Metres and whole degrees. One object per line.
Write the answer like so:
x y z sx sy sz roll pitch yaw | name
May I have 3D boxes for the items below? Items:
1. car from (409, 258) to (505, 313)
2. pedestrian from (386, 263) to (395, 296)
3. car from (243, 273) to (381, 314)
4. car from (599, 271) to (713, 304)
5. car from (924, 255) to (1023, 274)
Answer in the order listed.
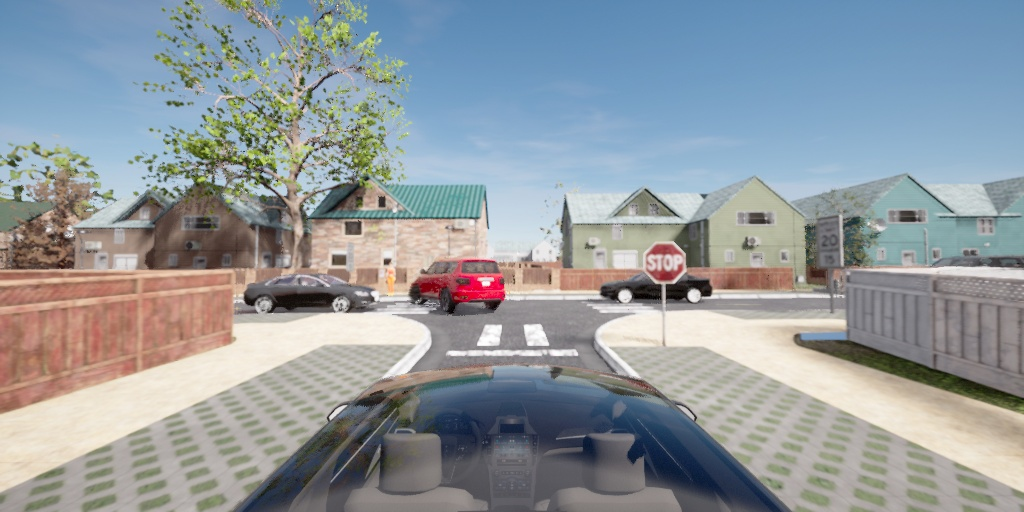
-2.434 1.149 15.146 2.150 2.045 5.566 2 -3 -34 | car
-6.717 1.262 19.886 0.375 1.860 0.375 0 -1 1 | pedestrian
-7.711 1.425 14.030 4.902 1.511 2.128 -1 -2 1 | car
6.627 1.375 16.796 5.008 1.535 1.882 -1 -2 1 | car
21.310 0.995 16.616 5.566 2.045 2.150 0 -2 1 | car
